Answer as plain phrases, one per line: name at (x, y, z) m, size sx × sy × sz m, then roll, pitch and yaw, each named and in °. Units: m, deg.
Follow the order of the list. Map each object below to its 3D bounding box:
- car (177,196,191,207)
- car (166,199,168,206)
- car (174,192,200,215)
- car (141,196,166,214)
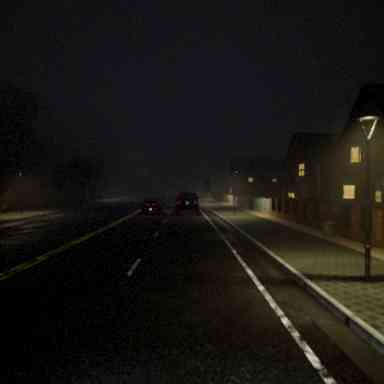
car at (-1.187, 1.258, 47.205) m, size 1.994 × 1.385 × 4.181 m, roll 0°, pitch 0°, yaw -3°
car at (-4.387, 1.251, 46.437) m, size 2.033 × 1.411 × 5.357 m, roll 0°, pitch 0°, yaw -3°
car at (-0.477, 1.021, 31.232) m, size 2.150 × 2.045 × 5.566 m, roll 0°, pitch 1°, yaw -2°
car at (-3.757, 1.298, 31.920) m, size 1.837 × 1.490 × 4.892 m, roll 0°, pitch -1°, yaw -2°
